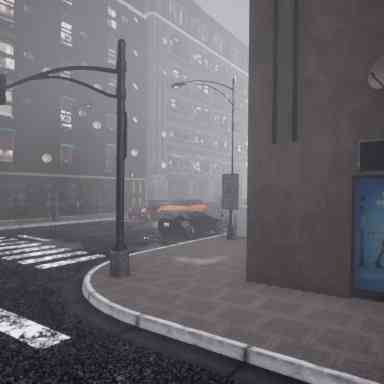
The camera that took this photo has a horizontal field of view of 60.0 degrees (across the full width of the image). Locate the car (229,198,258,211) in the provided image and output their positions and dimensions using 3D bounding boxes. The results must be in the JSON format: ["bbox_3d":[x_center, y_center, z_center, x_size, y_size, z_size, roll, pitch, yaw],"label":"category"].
[{"bbox_3d":[6.362,1.483,40.522,1.802,1.307,4.206,1,1,35],"label":"car"}]

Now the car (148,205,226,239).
[{"bbox_3d":[-0.029,1.599,17.700,1.947,1.339,4.313,1,1,35],"label":"car"}]

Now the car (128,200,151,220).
[{"bbox_3d":[-3.267,1.362,26.799,1.967,1.590,4.097,1,1,35],"label":"car"}]

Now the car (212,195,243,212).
[{"bbox_3d":[3.155,1.224,35.946,2.192,1.841,5.009,1,1,35],"label":"car"}]

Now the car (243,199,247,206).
[{"bbox_3d":[7.849,1.461,38.352,1.812,1.442,4.674,1,1,36],"label":"car"}]

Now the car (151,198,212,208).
[{"bbox_3d":[-0.737,1.305,26.112,2.097,1.767,4.553,1,1,35],"label":"car"}]
